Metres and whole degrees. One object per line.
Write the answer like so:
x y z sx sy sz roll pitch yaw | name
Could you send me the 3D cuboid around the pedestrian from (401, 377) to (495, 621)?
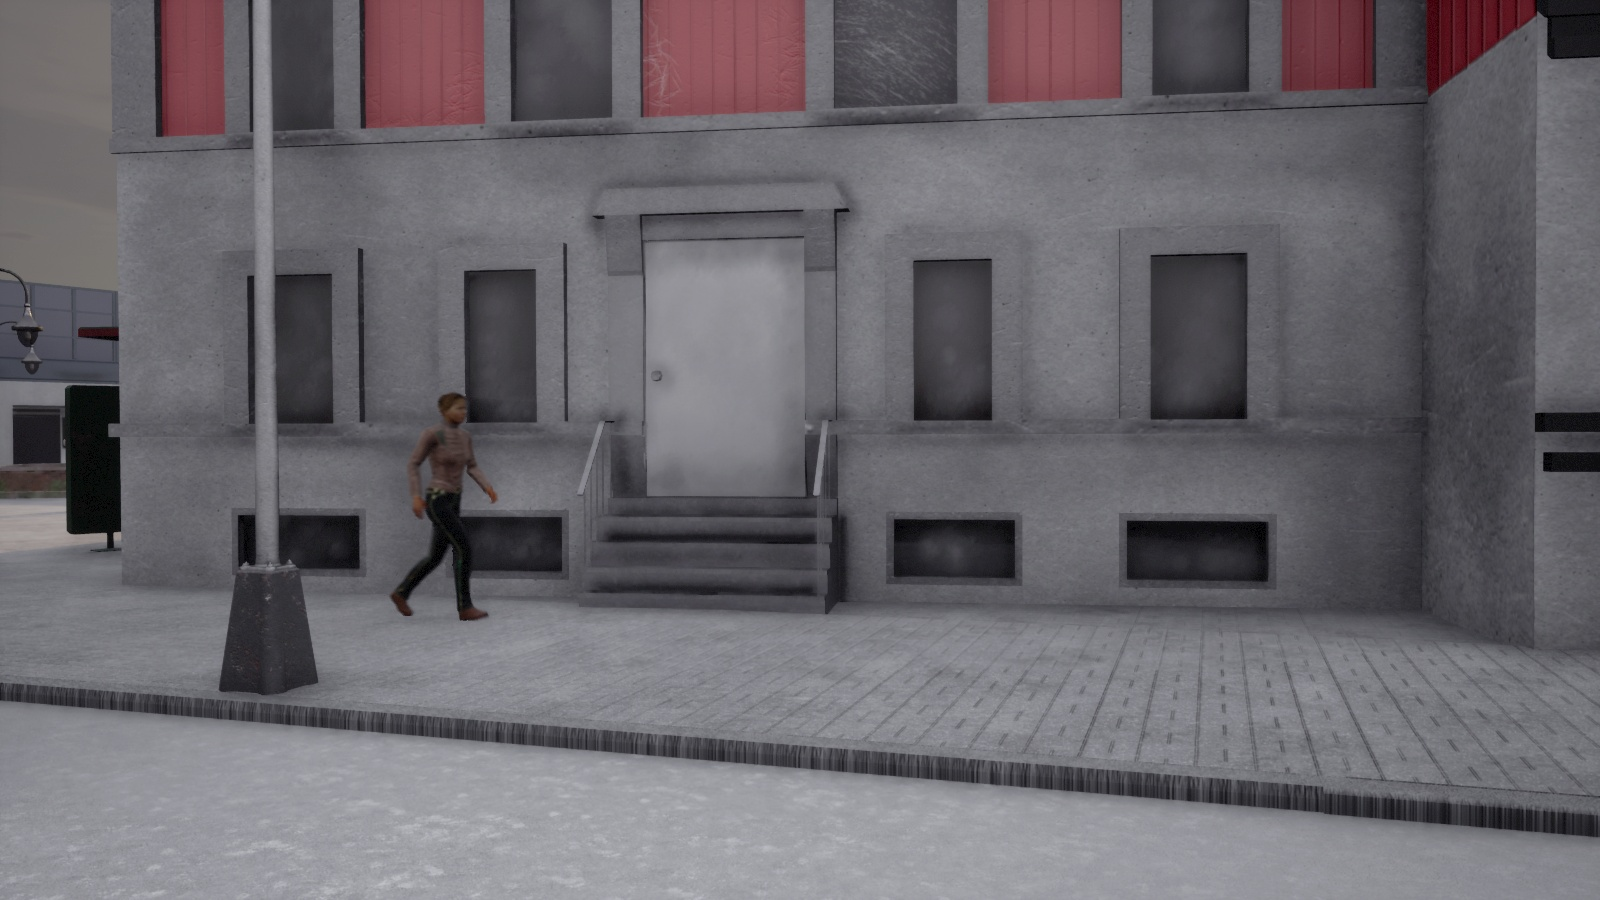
-2.736 0.370 9.769 0.634 1.846 0.331 1 1 21 | pedestrian
